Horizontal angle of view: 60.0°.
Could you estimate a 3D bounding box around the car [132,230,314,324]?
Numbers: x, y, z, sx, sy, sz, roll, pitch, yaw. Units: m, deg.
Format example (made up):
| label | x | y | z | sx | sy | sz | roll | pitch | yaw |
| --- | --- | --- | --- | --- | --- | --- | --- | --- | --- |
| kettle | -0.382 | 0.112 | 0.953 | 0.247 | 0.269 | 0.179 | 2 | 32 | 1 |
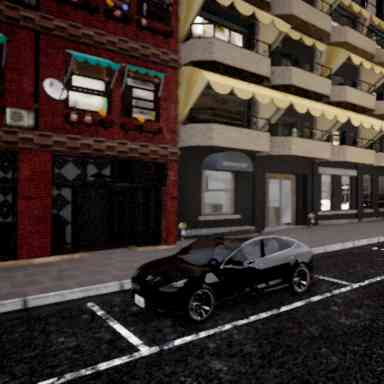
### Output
| label | x | y | z | sx | sy | sz | roll | pitch | yaw |
| --- | --- | --- | --- | --- | --- | --- | --- | --- | --- |
| car | 0.850 | 1.548 | 7.155 | 4.313 | 1.339 | 1.947 | 0 | 1 | -35 |
